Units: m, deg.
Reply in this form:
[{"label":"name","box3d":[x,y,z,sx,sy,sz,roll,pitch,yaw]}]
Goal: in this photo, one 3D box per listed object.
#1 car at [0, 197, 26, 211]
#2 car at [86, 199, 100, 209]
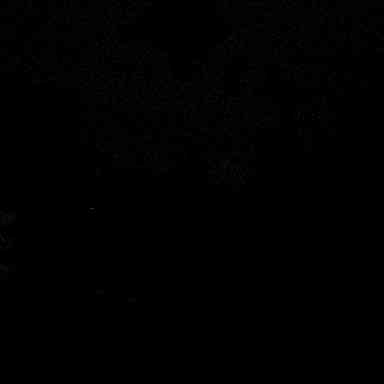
[{"label":"car","box3d":[-17.755,1.145,30.442,1.895,1.301,4.718,2,-1,20]},{"label":"car","box3d":[-14.148,1.793,50.398,1.994,1.385,4.181,2,-2,20]}]
